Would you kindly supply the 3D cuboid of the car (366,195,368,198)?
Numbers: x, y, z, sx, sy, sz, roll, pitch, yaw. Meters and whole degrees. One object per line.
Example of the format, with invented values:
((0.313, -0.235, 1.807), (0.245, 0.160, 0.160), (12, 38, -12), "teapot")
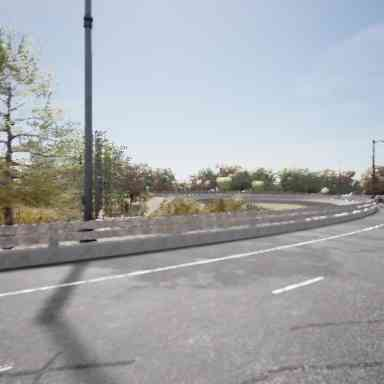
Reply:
((44.530, 1.623, 83.919), (2.128, 1.511, 4.902), (0, 0, 3), "car")

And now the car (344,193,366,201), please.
((41.017, 1.619, 83.984), (2.128, 1.511, 4.902), (0, 0, 3), "car")

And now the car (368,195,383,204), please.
((38.581, 1.434, 68.413), (2.097, 1.767, 4.553), (0, 0, 13), "car")
